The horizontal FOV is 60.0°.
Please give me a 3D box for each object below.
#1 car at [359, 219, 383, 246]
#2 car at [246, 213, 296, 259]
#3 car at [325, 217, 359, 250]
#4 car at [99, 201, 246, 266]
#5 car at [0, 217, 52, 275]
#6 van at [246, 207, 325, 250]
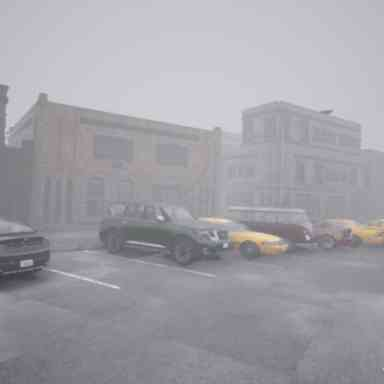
[{"bbox_3d":[8.259,2.258,19.622,5.366,1.575,1.946,1,-2,35],"label":"car"},{"bbox_3d":[1.384,1.818,14.338,5.366,1.575,1.946,1,-2,35],"label":"car"},{"bbox_3d":[5.990,2.144,17.840,4.792,1.488,2.163,1,-2,35],"label":"car"},{"bbox_3d":[-1.129,1.422,12.739,5.566,2.045,2.435,1,-2,35],"label":"car"},{"bbox_3d":[-5.935,1.428,9.342,4.892,1.521,2.231,0,-1,35],"label":"car"},{"bbox_3d":[3.732,1.743,16.080,4.442,1.987,1.878,1,-3,35],"label":"van"}]
